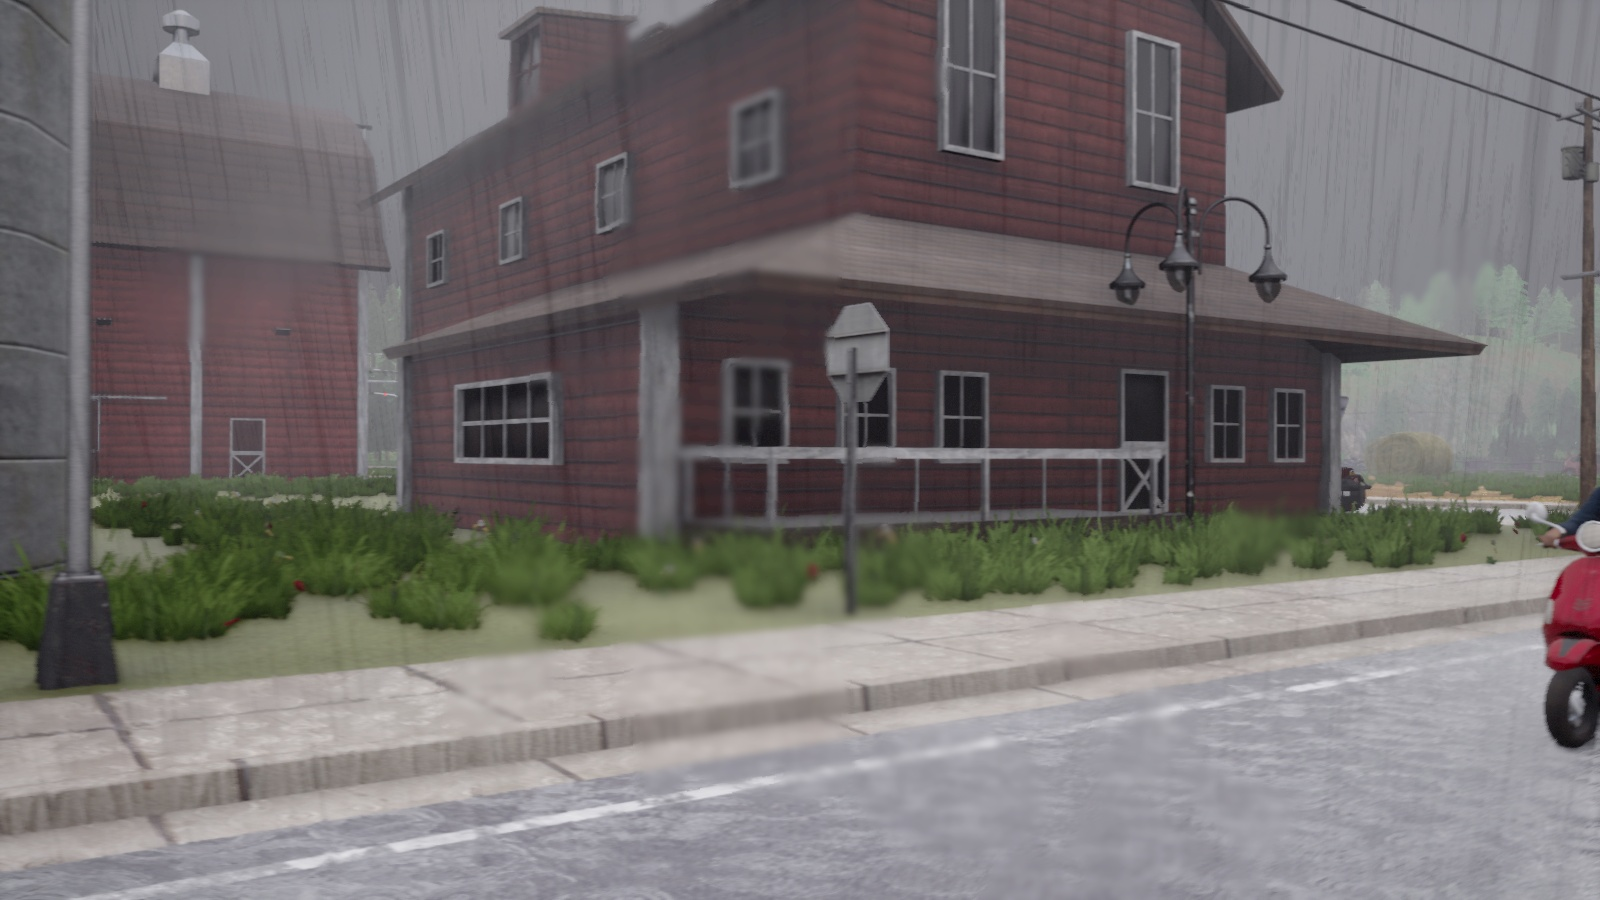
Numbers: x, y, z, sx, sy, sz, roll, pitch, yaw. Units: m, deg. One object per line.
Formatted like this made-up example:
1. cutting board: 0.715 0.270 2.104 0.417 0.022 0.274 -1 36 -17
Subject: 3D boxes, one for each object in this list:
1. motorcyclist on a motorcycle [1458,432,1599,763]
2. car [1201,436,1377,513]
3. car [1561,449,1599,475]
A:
1. motorcyclist on a motorcycle: 4.448 0.712 6.755 1.817 1.590 0.866 0 0 -35
2. car: 12.692 0.594 32.760 1.905 1.878 3.866 0 0 -36
3. car: 50.433 0.776 78.987 1.851 1.617 3.988 0 0 -32
